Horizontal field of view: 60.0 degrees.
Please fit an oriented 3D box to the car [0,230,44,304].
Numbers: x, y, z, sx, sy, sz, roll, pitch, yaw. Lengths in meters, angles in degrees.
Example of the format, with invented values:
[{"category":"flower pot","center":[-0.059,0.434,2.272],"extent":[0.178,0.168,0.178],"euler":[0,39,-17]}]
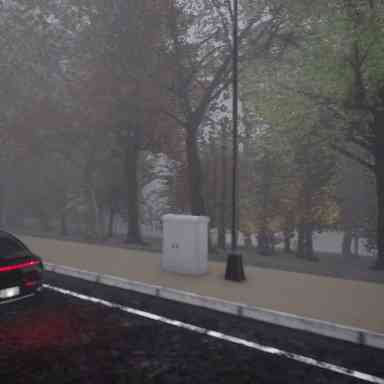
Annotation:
[{"category":"car","center":[-5.235,1.555,7.412],"extent":[4.892,1.490,1.837],"euler":[0,0,36]}]
